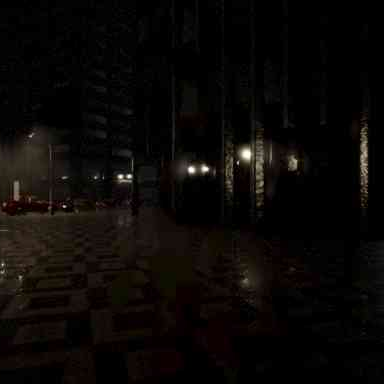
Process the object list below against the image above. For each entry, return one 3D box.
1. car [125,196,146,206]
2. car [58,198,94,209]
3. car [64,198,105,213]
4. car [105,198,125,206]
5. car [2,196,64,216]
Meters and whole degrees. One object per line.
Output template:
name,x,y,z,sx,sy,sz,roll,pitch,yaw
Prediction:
car,-9.619,1.425,55.390,1.967,1.590,4.097,0,0,35
car,-16.037,1.536,46.115,1.887,1.381,4.507,0,0,35
car,-12.250,1.568,36.606,1.947,1.339,4.313,0,0,35
car,-12.828,1.570,50.753,1.802,1.307,4.206,0,0,35
car,-15.460,1.320,31.967,2.192,1.841,5.009,0,0,35
